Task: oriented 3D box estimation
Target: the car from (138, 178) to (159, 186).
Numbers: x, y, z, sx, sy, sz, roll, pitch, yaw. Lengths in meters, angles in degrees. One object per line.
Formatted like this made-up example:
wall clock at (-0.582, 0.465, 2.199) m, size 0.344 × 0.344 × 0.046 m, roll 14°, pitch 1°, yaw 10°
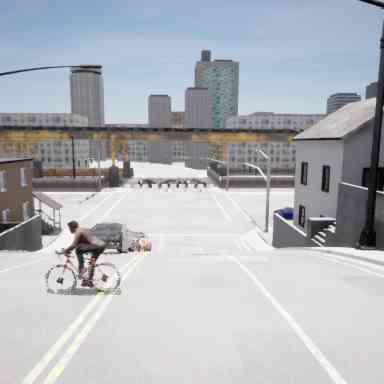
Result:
car at (-9.298, -2.092, 70.356) m, size 4.536 × 1.218 × 1.853 m, roll 8°, pitch 11°, yaw 42°

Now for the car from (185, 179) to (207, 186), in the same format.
car at (0.695, -2.040, 71.355) m, size 4.974 × 1.542 × 2.038 m, roll 5°, pitch 10°, yaw 27°

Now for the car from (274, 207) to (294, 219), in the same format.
car at (12.307, 2.629, 41.119) m, size 4.181 × 1.385 × 1.994 m, roll 0°, pitch 8°, yaw -1°

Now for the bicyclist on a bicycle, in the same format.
bicyclist on a bicycle at (-2.396, 1.443, 7.244) m, size 1.656 × 1.620 × 0.582 m, roll -2°, pitch 1°, yaw 0°

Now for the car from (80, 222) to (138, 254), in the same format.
car at (-4.021, 2.245, 16.342) m, size 1.837 × 1.490 × 4.892 m, roll 0°, pitch -9°, yaw -2°

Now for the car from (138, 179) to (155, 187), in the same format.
car at (-9.260, -1.931, 70.345) m, size 4.974 × 1.542 × 2.038 m, roll 8°, pitch 11°, yaw 42°

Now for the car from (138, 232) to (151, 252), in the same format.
car at (-4.331, 3.839, 25.621) m, size 2.097 × 1.767 × 4.553 m, roll 0°, pitch -8°, yaw -3°

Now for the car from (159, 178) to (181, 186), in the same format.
car at (-4.611, -2.089, 70.465) m, size 4.536 × 1.218 × 1.853 m, roll -6°, pitch 11°, yaw -37°

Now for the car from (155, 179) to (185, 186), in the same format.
car at (-4.653, -1.928, 70.457) m, size 4.974 × 1.542 × 2.038 m, roll -6°, pitch 11°, yaw -37°

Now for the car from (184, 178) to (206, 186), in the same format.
car at (0.650, -2.199, 71.356) m, size 4.536 × 1.218 × 1.853 m, roll 5°, pitch 10°, yaw 27°
